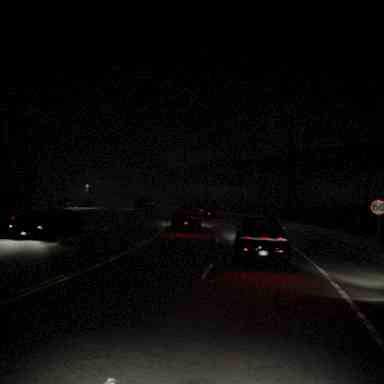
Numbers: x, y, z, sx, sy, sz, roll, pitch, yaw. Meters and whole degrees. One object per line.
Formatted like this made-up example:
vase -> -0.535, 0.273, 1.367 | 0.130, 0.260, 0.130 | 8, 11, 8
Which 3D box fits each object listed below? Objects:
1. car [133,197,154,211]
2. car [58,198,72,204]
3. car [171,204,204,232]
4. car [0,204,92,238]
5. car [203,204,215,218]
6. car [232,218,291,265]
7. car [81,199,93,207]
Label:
car -> -7.250, 1.710, 49.508 | 2.150, 2.045, 5.566 | 2, -1, -22
car -> -21.684, 1.757, 56.724 | 1.882, 1.535, 5.008 | 2, -1, -22
car -> -0.403, 1.764, 22.673 | 1.882, 1.535, 5.008 | 2, -1, -1
car -> -7.523, 1.554, 17.825 | 2.033, 1.411, 5.357 | 2, -1, 4
car -> 1.188, 2.030, 36.040 | 1.812, 1.442, 4.674 | 2, -1, -14
car -> 2.580, 1.734, 12.801 | 2.128, 1.511, 4.902 | 2, -1, 8
car -> -18.398, 1.912, 57.949 | 2.033, 1.411, 5.357 | 1, -1, -22
